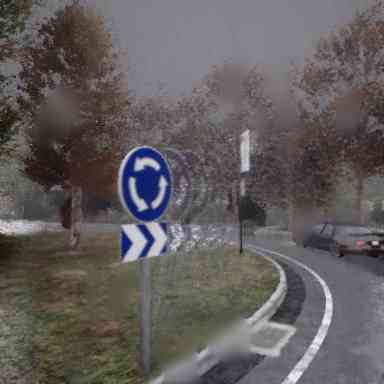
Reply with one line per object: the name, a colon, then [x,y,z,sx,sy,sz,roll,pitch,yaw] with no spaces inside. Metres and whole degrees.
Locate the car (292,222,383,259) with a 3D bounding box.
car: [6.521,2.050,15.049,2.033,1.411,5.357,0,-2,-9]
